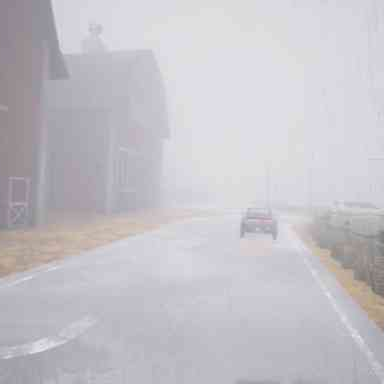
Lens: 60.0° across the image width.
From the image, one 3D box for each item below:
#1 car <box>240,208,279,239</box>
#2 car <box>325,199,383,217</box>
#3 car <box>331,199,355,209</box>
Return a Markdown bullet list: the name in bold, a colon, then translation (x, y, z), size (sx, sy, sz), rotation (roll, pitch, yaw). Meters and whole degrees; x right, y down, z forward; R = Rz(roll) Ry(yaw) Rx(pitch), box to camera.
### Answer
- **car**: translation (3.686, 1.610, 18.271), size (2.128, 1.511, 4.902), rotation (2, 0, 12)
- **car**: translation (15.762, 1.830, 30.778), size (5.566, 2.045, 2.150), rotation (3, 0, 10)
- **car**: translation (33.480, 2.590, 73.967), size (4.605, 1.855, 1.932), rotation (2, 0, 15)
